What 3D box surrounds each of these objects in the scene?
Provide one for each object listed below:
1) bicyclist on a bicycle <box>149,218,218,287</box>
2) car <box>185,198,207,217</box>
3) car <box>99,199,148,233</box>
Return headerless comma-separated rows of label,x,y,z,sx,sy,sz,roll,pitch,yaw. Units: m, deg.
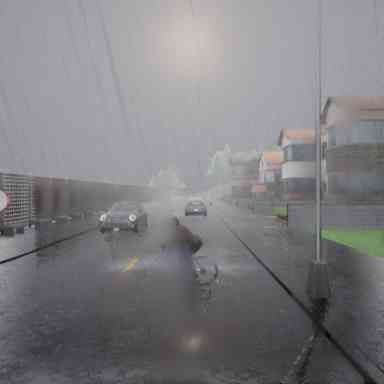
bicyclist on a bicycle,-0.229,1.444,7.905,1.656,1.620,0.582,-2,0,1
car,0.374,1.561,31.335,1.994,1.385,4.181,0,0,0
car,-3.894,1.350,19.505,2.097,1.767,4.553,0,0,1
